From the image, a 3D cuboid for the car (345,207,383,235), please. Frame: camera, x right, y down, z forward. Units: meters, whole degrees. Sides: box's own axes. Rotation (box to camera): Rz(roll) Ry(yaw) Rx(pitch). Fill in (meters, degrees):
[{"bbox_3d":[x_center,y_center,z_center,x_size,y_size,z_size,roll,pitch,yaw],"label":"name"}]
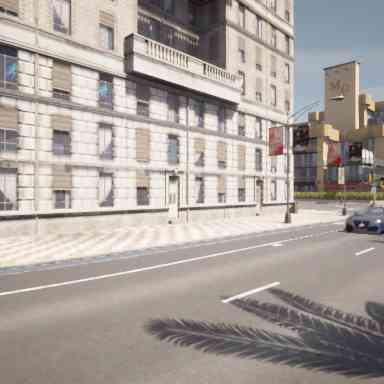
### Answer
[{"bbox_3d":[10.319,1.564,18.848,4.181,1.385,1.994,0,0,-44],"label":"car"}]
